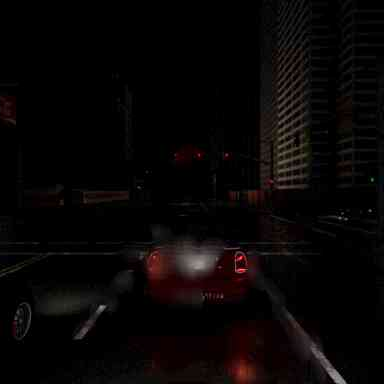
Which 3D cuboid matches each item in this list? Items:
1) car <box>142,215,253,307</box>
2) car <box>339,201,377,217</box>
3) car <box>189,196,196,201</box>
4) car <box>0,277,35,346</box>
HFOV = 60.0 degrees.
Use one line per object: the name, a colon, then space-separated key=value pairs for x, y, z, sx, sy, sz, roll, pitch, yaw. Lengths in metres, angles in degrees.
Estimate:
car: x=0.108 y=1.352 z=8.145 sx=2.097 sy=1.767 sz=4.553 roll=0 pitch=0 yaw=0
car: x=16.300 y=1.547 z=30.192 sx=5.357 sy=1.411 sz=2.033 roll=0 pitch=0 yaw=0
car: x=0.082 y=1.595 z=83.494 sx=1.895 sy=1.301 sz=4.718 roll=0 pitch=0 yaw=0
car: x=-3.395 y=1.526 z=3.371 sx=1.812 sy=1.442 sz=4.674 roll=0 pitch=0 yaw=0
